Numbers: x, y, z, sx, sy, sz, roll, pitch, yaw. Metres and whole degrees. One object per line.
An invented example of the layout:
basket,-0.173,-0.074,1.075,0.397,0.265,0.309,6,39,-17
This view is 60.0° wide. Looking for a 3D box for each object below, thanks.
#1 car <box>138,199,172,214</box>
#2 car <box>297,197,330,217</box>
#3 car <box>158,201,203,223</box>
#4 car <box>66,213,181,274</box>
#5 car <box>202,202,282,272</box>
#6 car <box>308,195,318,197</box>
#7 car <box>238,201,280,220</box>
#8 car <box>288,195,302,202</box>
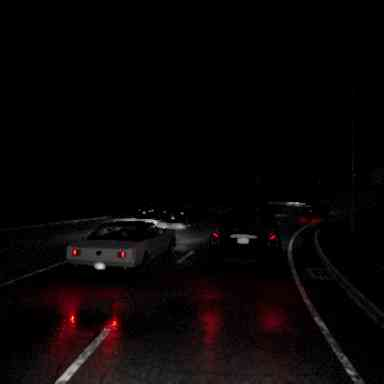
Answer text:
car,-2.741,1.429,28.726,1.837,1.490,4.892,0,0,27
car,12.578,1.584,33.564,2.128,1.511,4.902,1,1,33
car,-0.392,1.565,25.734,1.895,1.301,4.718,1,0,26
car,-1.897,1.590,10.617,1.895,1.301,4.718,0,0,11
car,1.898,1.368,11.177,2.097,1.767,4.553,1,0,13
car,21.889,1.261,60.214,1.812,1.442,4.674,1,2,35
car,6.194,1.577,30.077,2.033,1.411,5.357,1,0,31
car,19.904,1.221,63.496,1.994,1.385,4.181,1,2,34
